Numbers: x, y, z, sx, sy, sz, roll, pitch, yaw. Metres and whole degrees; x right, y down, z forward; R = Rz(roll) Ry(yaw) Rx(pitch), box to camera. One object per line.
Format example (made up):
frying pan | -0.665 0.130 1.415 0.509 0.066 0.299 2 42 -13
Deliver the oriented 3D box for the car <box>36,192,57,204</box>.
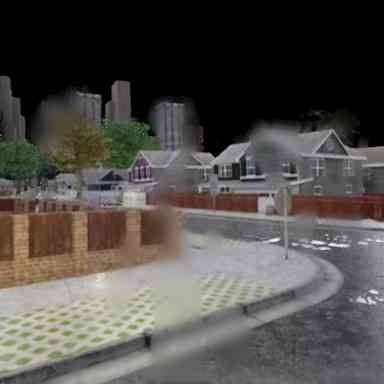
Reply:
car | -20.145 0.800 45.823 2.097 1.767 4.553 -2 2 -33

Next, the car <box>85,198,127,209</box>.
car | -7.356 1.214 27.921 2.033 1.411 5.357 -2 2 -38
